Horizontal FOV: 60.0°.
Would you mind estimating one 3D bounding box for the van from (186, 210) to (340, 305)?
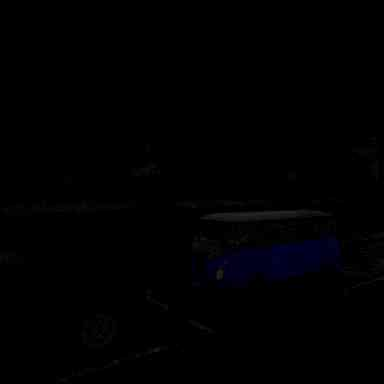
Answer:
[{"bbox_3d":[1.778,1.340,7.828,3.998,1.788,1.690,0,0,-36],"label":"van"}]

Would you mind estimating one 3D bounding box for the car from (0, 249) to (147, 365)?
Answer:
[{"bbox_3d":[-2.816,1.545,4.525,4.507,1.381,1.887,0,0,-36],"label":"car"}]
